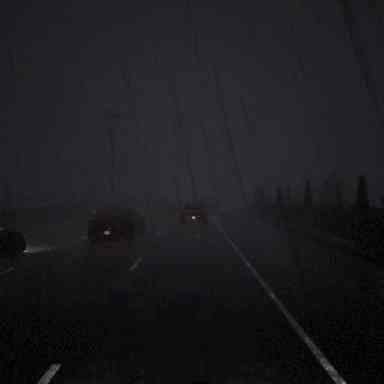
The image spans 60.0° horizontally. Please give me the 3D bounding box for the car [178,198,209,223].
[{"bbox_3d":[0.184,1.499,25.446,1.837,1.490,4.892,0,0,2],"label":"car"}]

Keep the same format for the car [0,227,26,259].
[{"bbox_3d":[-6.905,1.561,10.139,1.994,1.385,4.181,0,0,0],"label":"car"}]

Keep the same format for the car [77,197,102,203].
[{"bbox_3d":[-14.431,1.512,49.000,1.812,1.442,4.674,0,0,14],"label":"car"}]

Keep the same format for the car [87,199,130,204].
[{"bbox_3d":[-6.752,1.540,28.041,2.033,1.411,5.357,0,0,3],"label":"car"}]

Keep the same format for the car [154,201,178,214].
[{"bbox_3d":[-2.594,1.591,35.362,1.895,1.301,4.718,0,0,7],"label":"car"}]

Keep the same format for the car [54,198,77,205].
[{"bbox_3d":[-18.168,1.550,48.265,1.994,1.385,4.181,0,0,13],"label":"car"}]

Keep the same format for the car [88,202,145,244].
[{"bbox_3d":[-3.407,1.473,15.805,1.882,1.535,5.008,0,0,0],"label":"car"}]

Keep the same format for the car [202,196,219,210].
[{"bbox_3d":[2.168,1.341,42.193,2.097,1.767,4.553,0,0,11],"label":"car"}]
